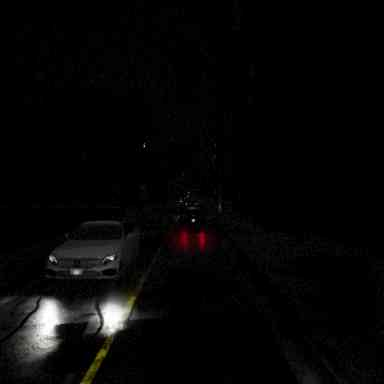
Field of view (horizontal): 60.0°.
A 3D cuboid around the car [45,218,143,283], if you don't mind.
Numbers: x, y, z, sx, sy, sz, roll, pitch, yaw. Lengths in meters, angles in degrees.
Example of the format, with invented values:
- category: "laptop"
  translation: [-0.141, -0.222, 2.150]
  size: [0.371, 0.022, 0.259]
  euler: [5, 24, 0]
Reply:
- category: "car"
  translation: [-2.600, 1.536, 9.827]
  size: [1.812, 1.442, 4.674]
  euler: [0, 0, 0]

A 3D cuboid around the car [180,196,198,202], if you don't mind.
- category: "car"
  translation: [-0.125, 1.565, 39.491]
  size: [2.128, 1.511, 4.902]
  euler: [0, 0, -3]

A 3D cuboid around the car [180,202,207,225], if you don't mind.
- category: "car"
  translation: [0.095, 1.636, 24.597]
  size: [1.895, 1.301, 4.718]
  euler: [0, 0, 0]
